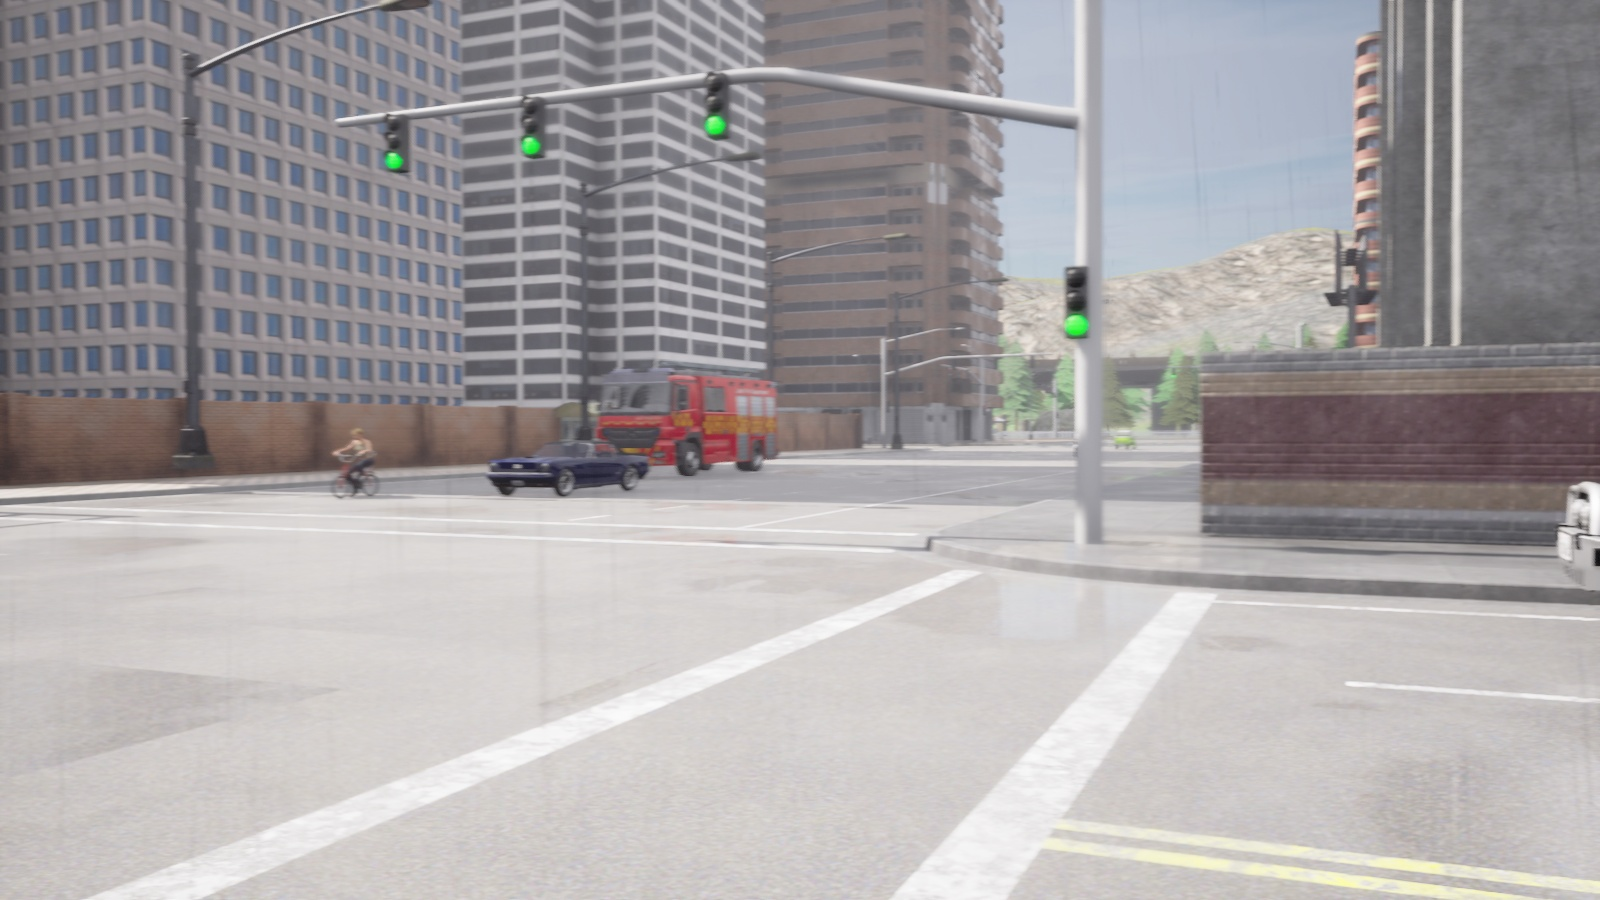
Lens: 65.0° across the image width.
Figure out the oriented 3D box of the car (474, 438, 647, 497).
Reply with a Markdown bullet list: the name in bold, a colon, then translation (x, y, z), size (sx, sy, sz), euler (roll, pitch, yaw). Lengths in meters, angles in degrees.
- **car**: translation (-5.829, 0.375, 31.167), size (1.895, 1.301, 4.718), euler (1, 1, 23)

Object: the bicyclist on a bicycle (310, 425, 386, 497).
- **bicyclist on a bicycle**: translation (-10.483, 0.229, 29.169), size (0.866, 1.612, 1.509), euler (1, 1, 23)

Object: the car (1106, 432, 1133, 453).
- **car**: translation (22.297, -0.540, 87.660), size (1.481, 1.376, 2.207), euler (1, 1, 23)

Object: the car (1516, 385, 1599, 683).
- **car**: translation (7.275, 0.533, 7.891), size (4.605, 1.855, 1.932), euler (1, 1, 23)

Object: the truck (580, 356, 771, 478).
- **truck**: translation (-4.114, -1.103, 43.976), size (2.891, 3.827, 8.468), euler (1, 1, 23)
